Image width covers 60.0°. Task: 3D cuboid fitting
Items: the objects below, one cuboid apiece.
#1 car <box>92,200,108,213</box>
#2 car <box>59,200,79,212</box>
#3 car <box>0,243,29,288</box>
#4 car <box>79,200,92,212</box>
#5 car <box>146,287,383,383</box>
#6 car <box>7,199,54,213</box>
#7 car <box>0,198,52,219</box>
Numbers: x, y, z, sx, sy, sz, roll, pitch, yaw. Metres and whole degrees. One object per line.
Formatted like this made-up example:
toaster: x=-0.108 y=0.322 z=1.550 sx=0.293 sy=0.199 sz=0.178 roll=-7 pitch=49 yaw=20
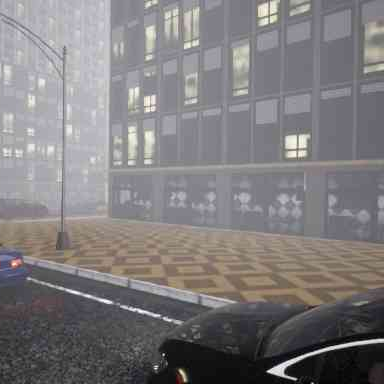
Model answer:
car: x=-9.234 y=1.828 z=40.156 sx=1.752 sy=1.417 sz=4.829 roll=1 pitch=0 yaw=37
car: x=-14.317 y=1.751 z=43.007 sx=2.033 sy=1.411 sz=5.357 roll=1 pitch=0 yaw=37
car: x=-6.096 y=1.543 z=8.051 sx=5.357 sy=1.411 sz=2.033 roll=0 pitch=0 yaw=36
car: x=-11.250 y=1.788 z=41.772 sx=1.812 sy=1.442 sz=4.674 roll=1 pitch=0 yaw=37
car: x=1.825 y=1.505 z=2.381 sx=4.892 sy=1.490 sz=1.837 roll=0 pitch=0 yaw=35
car: x=-19.529 y=1.641 z=40.339 sx=1.752 sy=1.417 sz=4.829 roll=1 pitch=0 yaw=37
car: x=-16.049 y=1.518 z=30.957 sx=2.192 sy=1.841 sz=5.009 roll=1 pitch=0 yaw=37
